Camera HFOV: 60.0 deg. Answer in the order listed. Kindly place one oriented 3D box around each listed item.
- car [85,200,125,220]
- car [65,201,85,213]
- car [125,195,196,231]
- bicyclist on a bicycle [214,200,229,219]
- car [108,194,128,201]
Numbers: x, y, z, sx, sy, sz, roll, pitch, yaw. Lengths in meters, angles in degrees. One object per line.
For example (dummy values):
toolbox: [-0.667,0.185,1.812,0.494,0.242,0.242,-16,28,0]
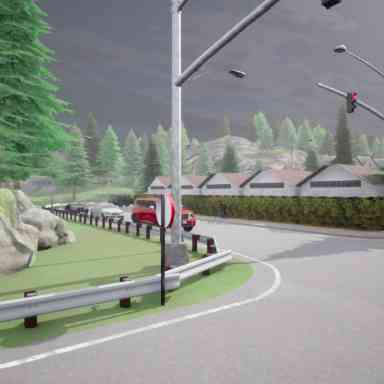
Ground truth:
car: [-7.621,1.717,29.567,1.812,1.442,4.674,0,0,-35]
car: [-13.130,1.754,37.818,1.994,1.385,4.181,0,0,-32]
car: [-2.017,1.413,21.551,2.150,2.045,5.566,0,0,-35]
bicyclist on a bicycle: [2.537,1.494,28.097,1.656,1.620,0.582,0,0,-35]
car: [-10.940,1.398,53.205,2.150,2.045,5.566,0,0,33]
